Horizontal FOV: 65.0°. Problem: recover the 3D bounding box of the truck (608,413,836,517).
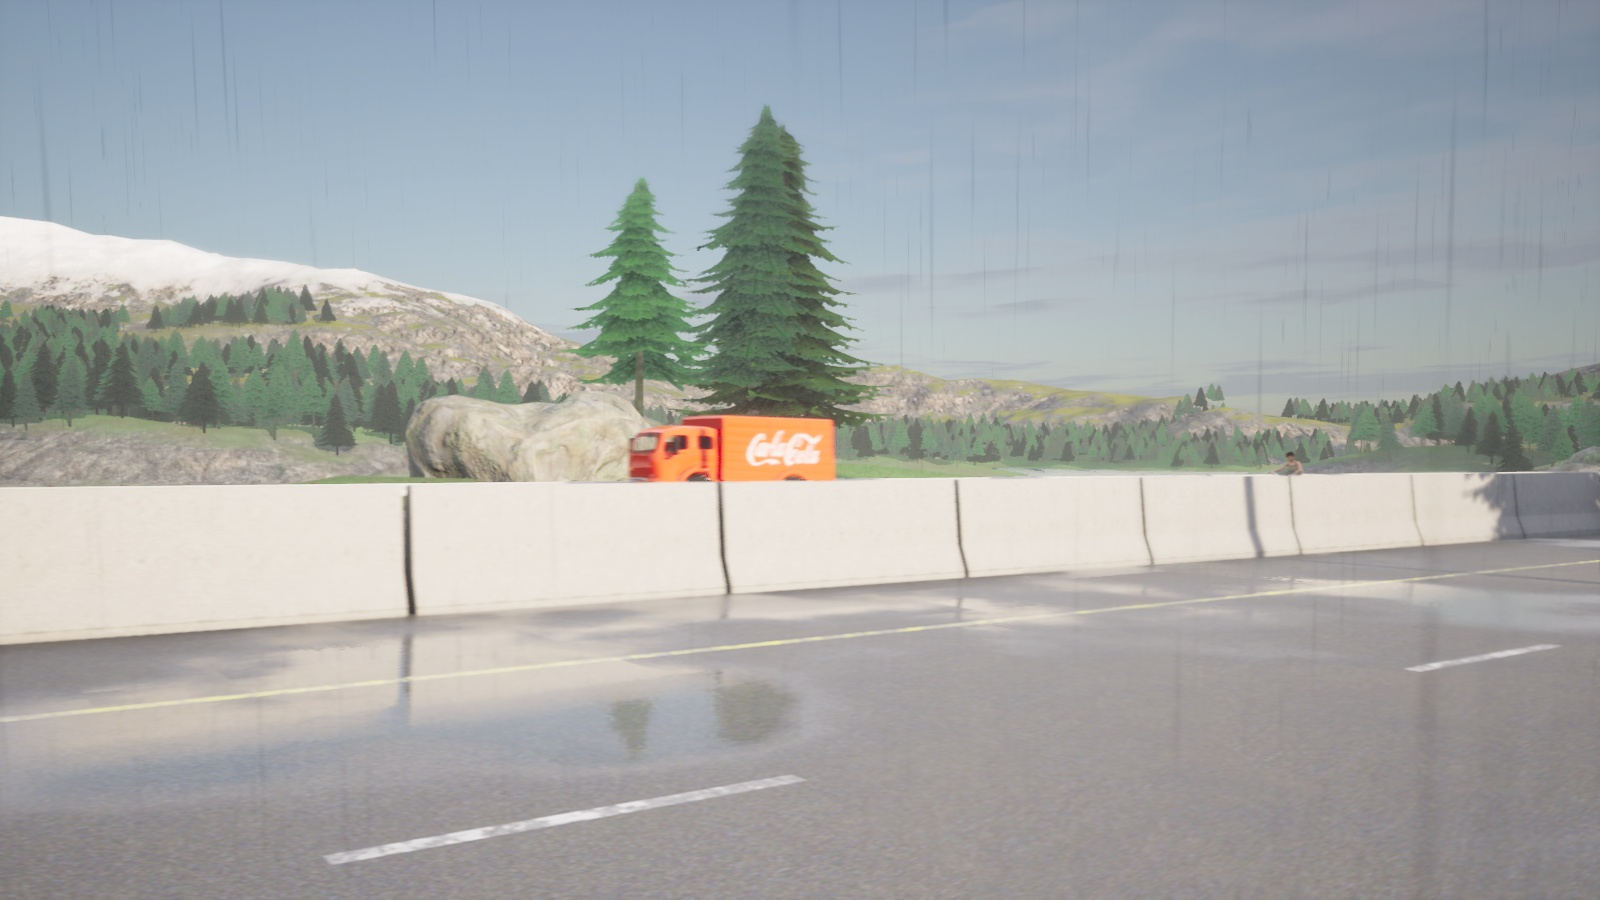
[{"bbox_3d":[-1.950,0.375,32.141,5.204,2.467,2.627,0,0,-35],"label":"truck"}]
